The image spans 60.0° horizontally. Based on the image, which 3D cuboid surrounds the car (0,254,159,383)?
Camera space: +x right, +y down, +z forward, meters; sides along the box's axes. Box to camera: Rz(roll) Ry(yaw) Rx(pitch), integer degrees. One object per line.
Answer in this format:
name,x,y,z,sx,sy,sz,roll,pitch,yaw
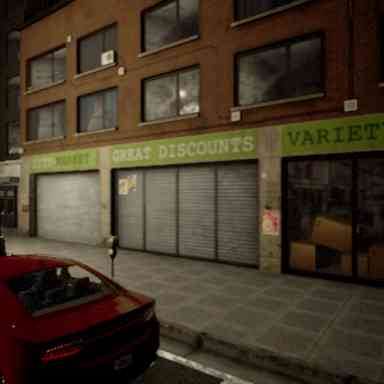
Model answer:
car,-2.492,1.545,4.587,4.507,1.381,1.887,0,0,35
